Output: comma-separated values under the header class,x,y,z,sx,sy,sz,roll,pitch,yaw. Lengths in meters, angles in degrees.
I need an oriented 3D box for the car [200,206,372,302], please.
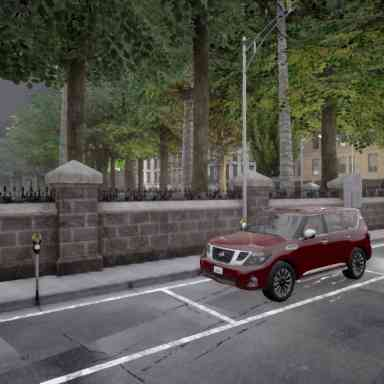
class,x,y,z,sx,sy,sz,roll,pitch,yaw
car,2.581,1.314,8.429,5.009,1.841,2.192,0,0,-36
